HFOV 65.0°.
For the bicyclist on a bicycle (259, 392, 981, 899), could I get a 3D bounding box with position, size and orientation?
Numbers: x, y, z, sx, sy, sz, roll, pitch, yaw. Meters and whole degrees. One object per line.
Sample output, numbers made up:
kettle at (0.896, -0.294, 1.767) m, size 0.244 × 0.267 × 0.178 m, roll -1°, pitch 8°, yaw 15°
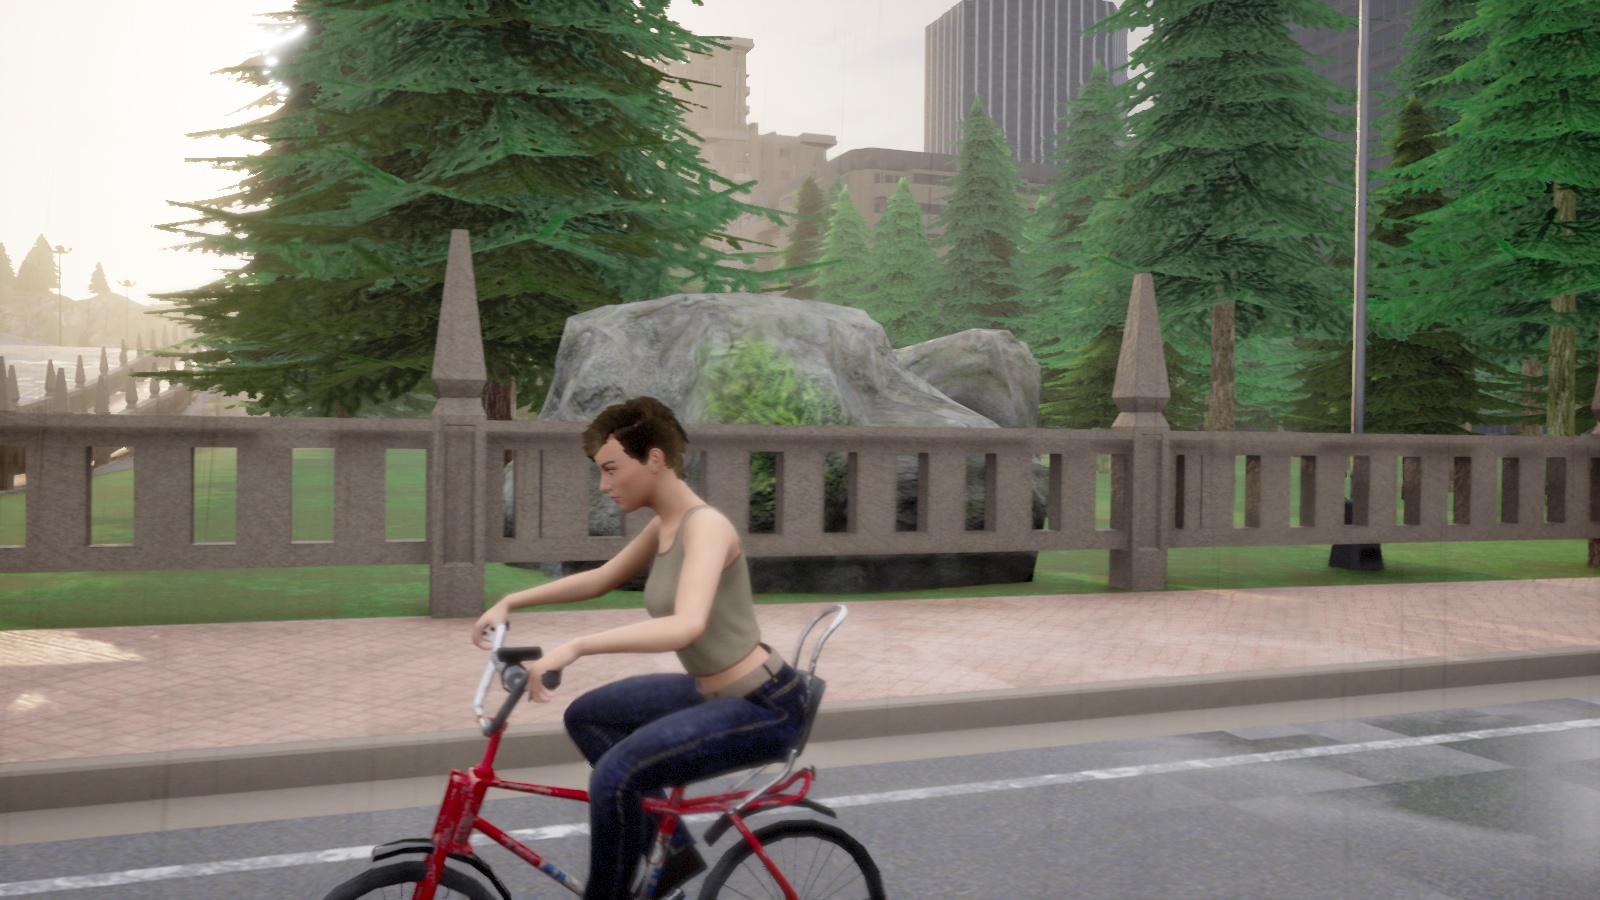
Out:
bicyclist on a bicycle at (-0.445, 0.687, 3.062) m, size 1.509 × 1.612 × 0.866 m, roll -2°, pitch 1°, yaw -20°
